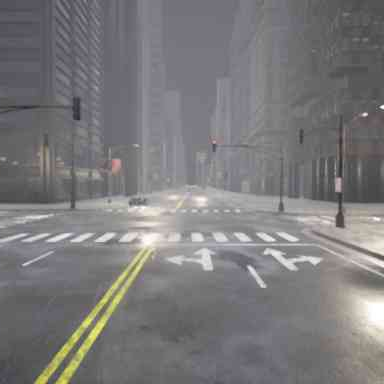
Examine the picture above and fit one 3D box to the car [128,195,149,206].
[{"bbox_3d":[-6.485,1.014,40.749,1.994,1.385,4.181,0,1,0],"label":"car"}]
